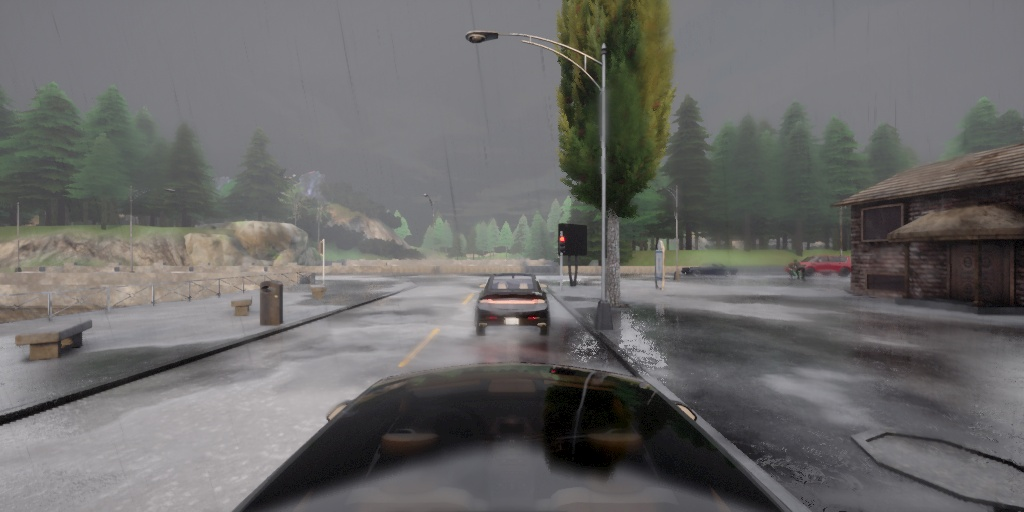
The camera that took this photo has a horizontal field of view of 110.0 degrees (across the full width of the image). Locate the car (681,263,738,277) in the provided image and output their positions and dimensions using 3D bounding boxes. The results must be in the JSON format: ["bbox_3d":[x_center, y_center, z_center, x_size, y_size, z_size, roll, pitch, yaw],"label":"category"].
[{"bbox_3d":[19.020,1.351,34.733,4.718,1.301,1.895,0,0,0],"label":"car"}]

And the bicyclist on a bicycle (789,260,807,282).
[{"bbox_3d":[20.957,1.094,26.330,0.582,1.620,1.656,-1,0,0],"label":"bicyclist on a bicycle"}]

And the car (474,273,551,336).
[{"bbox_3d":[0.031,1.241,10.386,2.128,1.511,4.902,0,0,0],"label":"car"}]

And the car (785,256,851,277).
[{"bbox_3d":[29.782,0.972,34.733,5.566,2.045,2.150,0,0,0],"label":"car"}]
